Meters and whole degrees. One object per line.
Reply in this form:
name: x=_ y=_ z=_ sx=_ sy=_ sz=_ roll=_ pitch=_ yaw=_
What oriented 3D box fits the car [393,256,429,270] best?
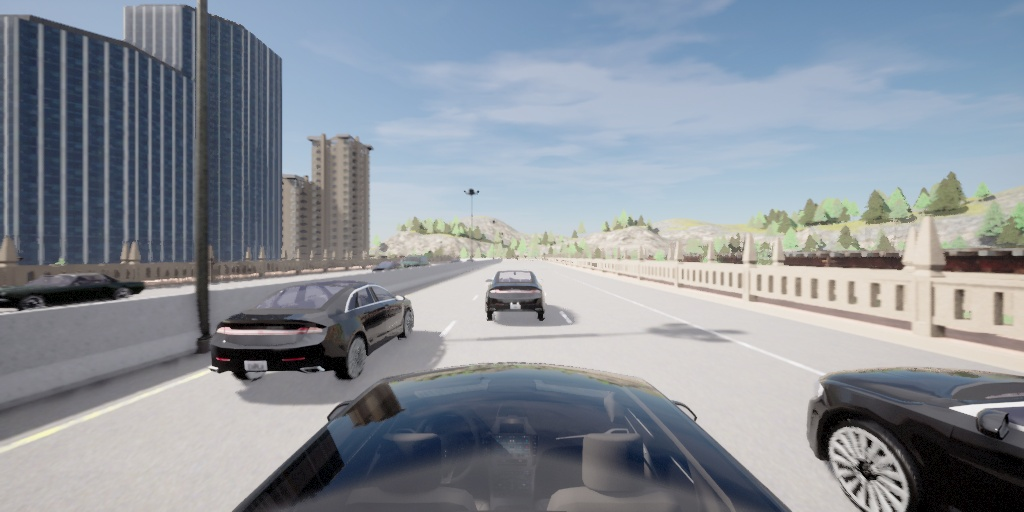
car: x=-10.531 y=0.972 z=38.653 sx=2.150 sy=2.045 sz=5.566 roll=0 pitch=0 yaw=1

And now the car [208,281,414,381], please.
car: x=-3.402 y=1.242 z=7.186 sx=2.128 sy=1.511 sz=4.902 roll=0 pitch=0 yaw=0

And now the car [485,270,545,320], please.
car: x=0.099 y=1.242 z=12.692 sx=2.128 sy=1.511 sz=4.902 roll=0 pitch=0 yaw=0

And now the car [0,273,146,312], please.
car: x=-17.601 y=1.352 z=14.044 sx=1.895 sy=1.301 sz=4.718 roll=0 pitch=0 yaw=0

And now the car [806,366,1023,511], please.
car: x=3.599 y=1.241 z=1.263 sx=2.128 sy=1.511 sz=4.902 roll=0 pitch=0 yaw=0

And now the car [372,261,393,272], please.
car: x=-13.999 y=1.300 z=40.764 sx=2.033 sy=1.411 sz=5.357 roll=0 pitch=0 yaw=1
